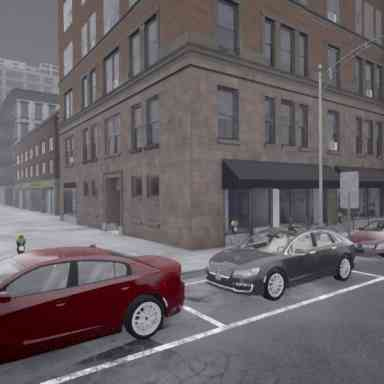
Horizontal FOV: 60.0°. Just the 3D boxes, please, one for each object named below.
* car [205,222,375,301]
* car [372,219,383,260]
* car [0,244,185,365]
[{"bbox_3d":[2.319,1.550,8.208,4.403,1.369,2.008,0,-1,-36],"label":"car"},{"bbox_3d":[6.859,1.581,11.458,4.206,1.307,1.802,0,-1,-36],"label":"car"},{"bbox_3d":[-2.221,1.544,4.958,4.507,1.381,1.887,0,-1,-36],"label":"car"}]
